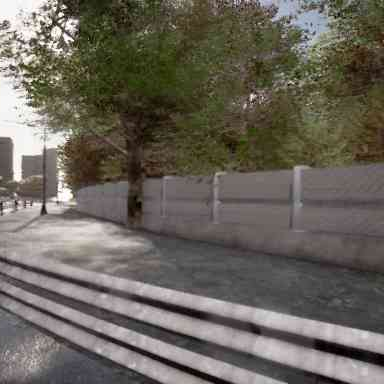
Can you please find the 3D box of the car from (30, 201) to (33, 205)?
[{"bbox_3d":[-35.271,1.898,70.908,2.097,1.767,4.553,1,-1,-20],"label":"car"}]

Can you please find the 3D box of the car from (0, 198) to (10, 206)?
[{"bbox_3d":[-36.333,1.938,64.458,1.882,1.535,5.008,1,-1,-20],"label":"car"}]

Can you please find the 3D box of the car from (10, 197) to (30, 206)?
[{"bbox_3d":[-31.808,1.909,61.629,1.895,1.301,4.718,1,-1,-20],"label":"car"}]
